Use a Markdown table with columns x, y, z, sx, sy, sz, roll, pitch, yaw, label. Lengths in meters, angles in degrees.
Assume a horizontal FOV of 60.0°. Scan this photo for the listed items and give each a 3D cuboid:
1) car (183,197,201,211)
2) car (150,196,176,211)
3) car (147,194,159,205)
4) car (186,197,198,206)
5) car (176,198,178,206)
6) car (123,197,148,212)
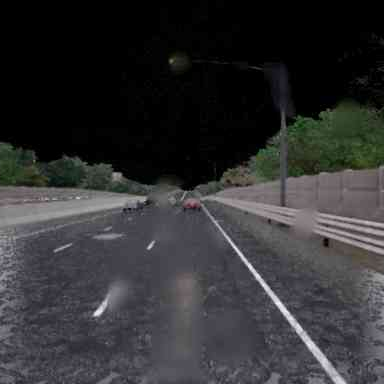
| x | y | z | sx | sy | sz | roll | pitch | yaw | label |
| --- | --- | --- | --- | --- | --- | --- | --- | --- | --- |
| 0.024 | 1.446 | 41.480 | 2.097 | 1.767 | 4.553 | 0 | 0 | 0 | car |
| -3.476 | 1.587 | 41.200 | 2.128 | 1.511 | 4.902 | 0 | 0 | 0 | car |
| -6.913 | 1.364 | 59.838 | 2.150 | 2.045 | 5.566 | 0 | -1 | 0 | car |
| 0.067 | 1.693 | 59.620 | 2.033 | 1.411 | 5.357 | 0 | 0 | 1 | car |
| -3.434 | 1.693 | 59.478 | 2.033 | 1.411 | 5.357 | 0 | 0 | 1 | car |
| -6.982 | 1.639 | 39.920 | 2.033 | 1.411 | 5.357 | 0 | 0 | 0 | car |
